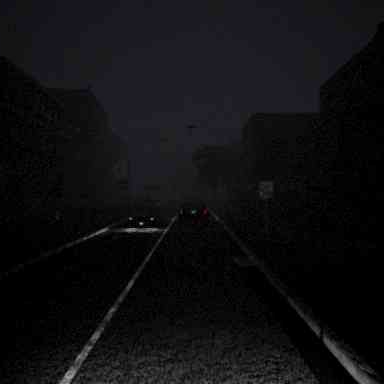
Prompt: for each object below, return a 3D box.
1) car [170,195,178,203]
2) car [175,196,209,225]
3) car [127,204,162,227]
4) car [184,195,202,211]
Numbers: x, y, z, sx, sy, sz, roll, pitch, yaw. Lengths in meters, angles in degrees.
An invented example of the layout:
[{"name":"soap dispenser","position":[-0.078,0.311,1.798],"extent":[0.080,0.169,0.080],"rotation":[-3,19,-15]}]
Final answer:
[{"name":"car","position":[-3.197,1.367,64.513],"extent":[1.812,1.442,4.674],"rotation":[0,1,0]},{"name":"car","position":[0.101,1.348,23.863],"extent":[2.097,1.767,4.553],"rotation":[0,0,0]},{"name":"car","position":[-3.103,1.544,22.995],"extent":[2.033,1.411,5.357],"rotation":[0,0,0]},{"name":"car","position":[0.110,1.342,42.057],"extent":[2.097,1.767,4.553],"rotation":[0,0,0]}]
